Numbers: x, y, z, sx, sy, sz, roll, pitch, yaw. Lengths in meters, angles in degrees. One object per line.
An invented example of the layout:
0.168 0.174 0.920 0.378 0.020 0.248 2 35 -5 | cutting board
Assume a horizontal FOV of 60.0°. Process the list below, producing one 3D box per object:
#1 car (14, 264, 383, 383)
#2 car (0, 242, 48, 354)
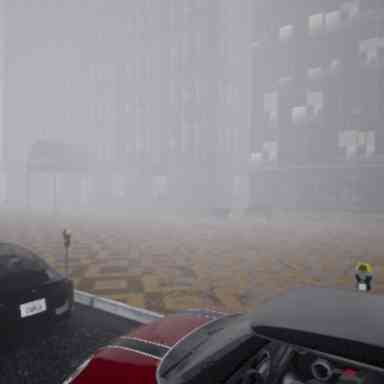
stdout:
0.853 1.436 2.254 4.097 1.590 1.967 0 1 35 | car
-3.746 1.523 5.523 4.313 1.339 1.947 0 1 35 | car
